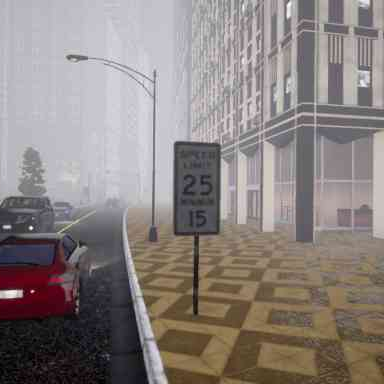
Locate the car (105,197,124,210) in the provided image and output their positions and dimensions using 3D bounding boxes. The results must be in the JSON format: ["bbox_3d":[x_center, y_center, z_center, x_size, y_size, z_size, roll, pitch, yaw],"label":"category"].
[{"bbox_3d":[-10.494,1.530,44.206,1.837,1.490,4.892,1,0,-9],"label":"car"}]

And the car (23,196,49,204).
[{"bbox_3d":[-32.390,1.658,69.197,4.403,1.369,2.008,0,1,1],"label":"car"}]

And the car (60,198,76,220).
[{"bbox_3d":[-10.797,1.511,27.590,1.812,1.442,4.674,1,0,-11],"label":"car"}]

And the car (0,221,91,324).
[{"bbox_3d":[-3.290,1.568,7.152,1.994,1.385,4.181,1,0,-13],"label":"car"}]

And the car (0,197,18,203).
[{"bbox_3d":[-43.424,1.815,77.861,4.313,1.339,1.947,0,1,1],"label":"car"}]

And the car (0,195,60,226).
[{"bbox_3d":[-8.754,1.202,17.481,2.150,2.045,5.566,1,0,-12],"label":"car"}]
